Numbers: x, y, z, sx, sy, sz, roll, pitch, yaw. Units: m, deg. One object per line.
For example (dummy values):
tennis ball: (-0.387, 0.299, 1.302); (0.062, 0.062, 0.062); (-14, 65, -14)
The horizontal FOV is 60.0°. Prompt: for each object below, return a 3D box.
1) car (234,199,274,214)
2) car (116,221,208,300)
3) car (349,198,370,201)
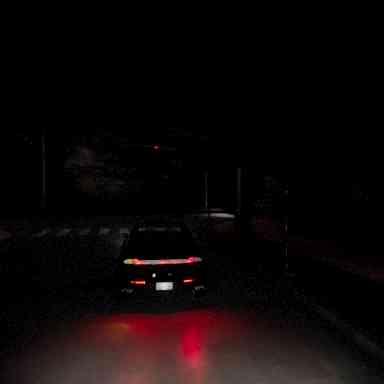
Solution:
car: (6.257, 1.364, 30.803); (4.674, 1.442, 1.812); (0, 0, -12)
car: (-0.840, 1.490, 8.425); (2.128, 1.511, 4.902); (0, 0, -8)
car: (16.384, 1.343, 33.049); (4.892, 1.490, 1.837); (0, 0, -12)
